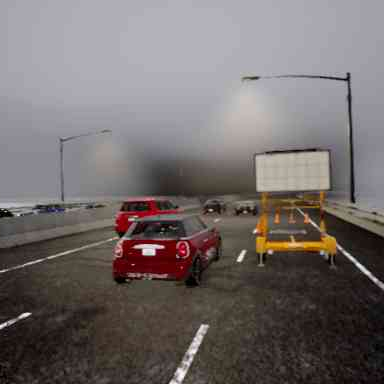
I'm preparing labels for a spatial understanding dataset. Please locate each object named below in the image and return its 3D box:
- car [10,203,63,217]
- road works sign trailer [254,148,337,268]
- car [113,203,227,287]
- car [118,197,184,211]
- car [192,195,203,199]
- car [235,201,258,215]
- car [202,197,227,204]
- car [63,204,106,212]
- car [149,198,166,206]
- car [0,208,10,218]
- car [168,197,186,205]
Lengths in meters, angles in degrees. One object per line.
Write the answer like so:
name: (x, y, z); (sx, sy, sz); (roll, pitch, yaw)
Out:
car: (-13.548, 1.848, 30.001); (2.097, 1.767, 4.553); (-2, 0, 15)
road works sign trailer: (3.341, 0.396, 11.081); (2.380, 3.560, 2.880); (-2, 0, 14)
car: (-0.470, 1.395, 9.723); (2.097, 1.767, 4.553); (-2, 0, 14)
car: (-2.071, 1.335, 17.665); (2.150, 2.045, 5.566); (-2, 0, 14)
car: (1.233, 1.510, 71.467); (2.097, 1.767, 4.553); (-2, 0, 15)
car: (5.449, 1.531, 32.758); (1.895, 1.301, 4.718); (-2, 0, 15)
car: (2.476, 1.532, 35.217); (1.837, 1.490, 4.892); (-2, 0, 15)
car: (-9.582, 1.885, 31.348); (1.837, 1.490, 4.892); (-2, 0, 15)
car: (-7.011, 1.995, 67.834); (1.895, 1.301, 4.718); (-2, 0, 15)
car: (-17.571, 2.117, 28.404); (1.837, 1.490, 4.892); (-2, 0, 14)
car: (-3.061, 1.804, 69.025); (2.128, 1.511, 4.902); (-2, 0, 15)
